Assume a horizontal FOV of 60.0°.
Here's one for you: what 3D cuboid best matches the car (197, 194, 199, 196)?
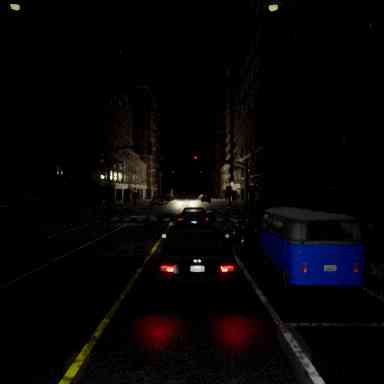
[{"bbox_3d":[2.881,1.516,79.660,2.008,1.369,4.403,0,0,0],"label":"car"}]

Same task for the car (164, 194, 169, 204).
[{"bbox_3d":[-5.651,1.516,57.828,2.008,1.369,4.403,0,0,0],"label":"car"}]

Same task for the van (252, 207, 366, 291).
[{"bbox_3d":[2.858,1.339,8.726,1.690,1.788,3.998,0,0,0],"label":"van"}]

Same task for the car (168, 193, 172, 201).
[{"bbox_3d":[-5.647,1.509,68.730,1.887,1.381,4.507,0,0,0],"label":"car"}]

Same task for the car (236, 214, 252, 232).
[{"bbox_3d":[2.860,1.562,14.386,1.947,1.339,4.313,0,0,0],"label":"car"}]

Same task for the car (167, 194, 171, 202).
[{"bbox_3d":[-5.649,1.509,63.279,1.887,1.381,4.507,0,0,0],"label":"car"}]

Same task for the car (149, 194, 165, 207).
[{"bbox_3d":[-5.653,1.493,52.207,1.752,1.417,4.829,0,0,0],"label":"car"}]

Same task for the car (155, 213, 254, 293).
[{"bbox_3d":[0.104,1.546,8.997,2.033,1.411,5.357,0,0,0],"label":"car"}]

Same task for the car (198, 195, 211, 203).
[{"bbox_3d":[2.877,1.404,68.763,1.967,1.590,4.097,0,0,0],"label":"car"}]

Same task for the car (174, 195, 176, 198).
[{"bbox_3d":[-5.644,1.516,79.631,2.008,1.369,4.403,0,0,0],"label":"car"}]

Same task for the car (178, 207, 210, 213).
[{"bbox_3d":[0.107,1.557,19.317,1.994,1.385,4.181,0,0,0],"label":"car"}]

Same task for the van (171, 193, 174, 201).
[{"bbox_3d":[-5.646,1.305,74.180,1.690,1.788,3.998,0,0,0],"label":"van"}]

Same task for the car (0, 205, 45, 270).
[{"bbox_3d":[-5.667,1.313,8.688,2.192,1.841,5.009,0,0,0],"label":"car"}]
